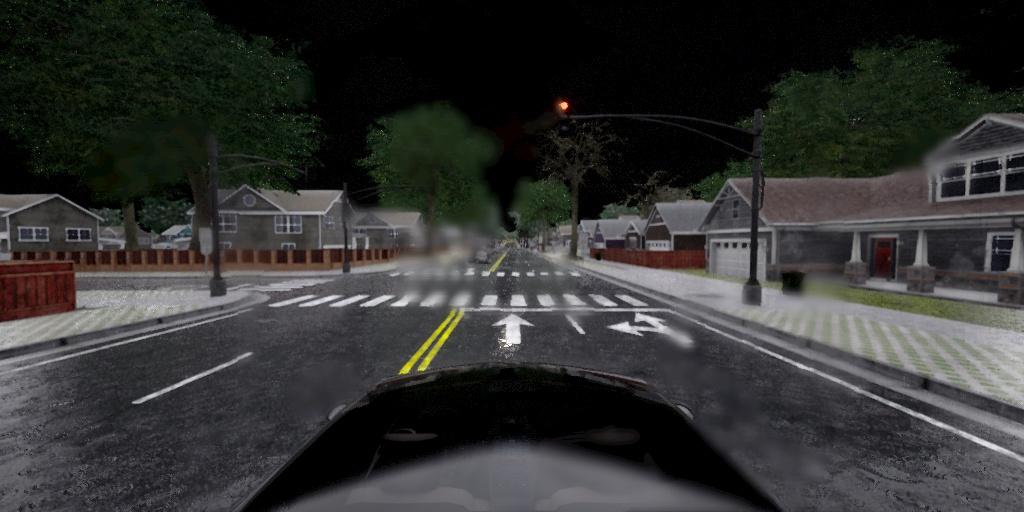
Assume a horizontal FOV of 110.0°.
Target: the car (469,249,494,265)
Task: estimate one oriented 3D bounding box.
[{"bbox_3d":[-3.212,0.189,36.840,1.837,1.490,4.892,0,3,0],"label":"car"}]
